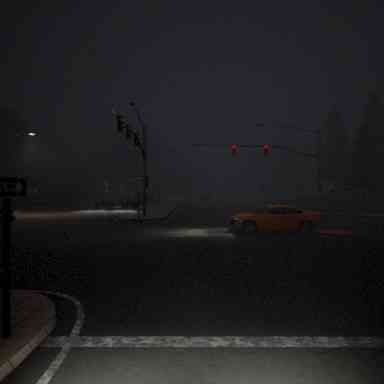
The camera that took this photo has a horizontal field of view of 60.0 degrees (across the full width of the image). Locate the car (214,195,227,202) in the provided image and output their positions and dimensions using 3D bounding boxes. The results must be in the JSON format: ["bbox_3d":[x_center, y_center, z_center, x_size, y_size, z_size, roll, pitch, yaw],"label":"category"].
[{"bbox_3d":[6.419,1.524,73.508,1.812,1.442,4.674,0,0,-1],"label":"car"}]

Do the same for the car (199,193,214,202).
[{"bbox_3d":[2.927,1.225,72.992,2.150,2.045,5.566,0,0,-1],"label":"car"}]

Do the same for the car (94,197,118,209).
[{"bbox_3d":[-11.752,1.601,44.967,1.895,1.301,4.718,0,0,-1],"label":"car"}]

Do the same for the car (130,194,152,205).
[{"bbox_3d":[-8.391,1.547,54.741,2.033,1.411,5.357,0,0,-1],"label":"car"}]

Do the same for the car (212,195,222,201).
[{"bbox_3d":[6.267,1.481,83.583,2.128,1.511,4.902,0,0,-1],"label":"car"}]

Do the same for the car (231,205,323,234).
[{"bbox_3d":[4.688,1.477,18.700,5.008,1.535,1.882,0,0,0],"label":"car"}]

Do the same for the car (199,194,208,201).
[{"bbox_3d":[2.767,1.319,83.515,2.097,1.767,4.553,0,0,-1],"label":"car"}]

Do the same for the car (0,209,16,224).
[{"bbox_3d":[-14.708,1.547,22.062,5.357,1.411,2.033,0,0,0],"label":"car"}]

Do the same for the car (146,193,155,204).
[{"bbox_3d":[-8.497,1.221,65.447,2.150,2.045,5.566,0,0,0],"label":"car"}]

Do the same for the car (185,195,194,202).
[{"bbox_3d":[-0.575,1.478,73.028,1.882,1.535,5.008,0,0,-1],"label":"car"}]

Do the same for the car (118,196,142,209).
[{"bbox_3d":[-8.253,1.601,45.096,1.895,1.301,4.718,0,0,-1],"label":"car"}]

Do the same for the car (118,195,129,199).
[{"bbox_3d":[-11.876,1.526,53.868,1.812,1.442,4.674,0,0,-1],"label":"car"}]

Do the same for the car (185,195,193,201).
[{"bbox_3d":[-0.732,1.504,83.467,1.994,1.385,4.181,0,0,-1],"label":"car"}]
